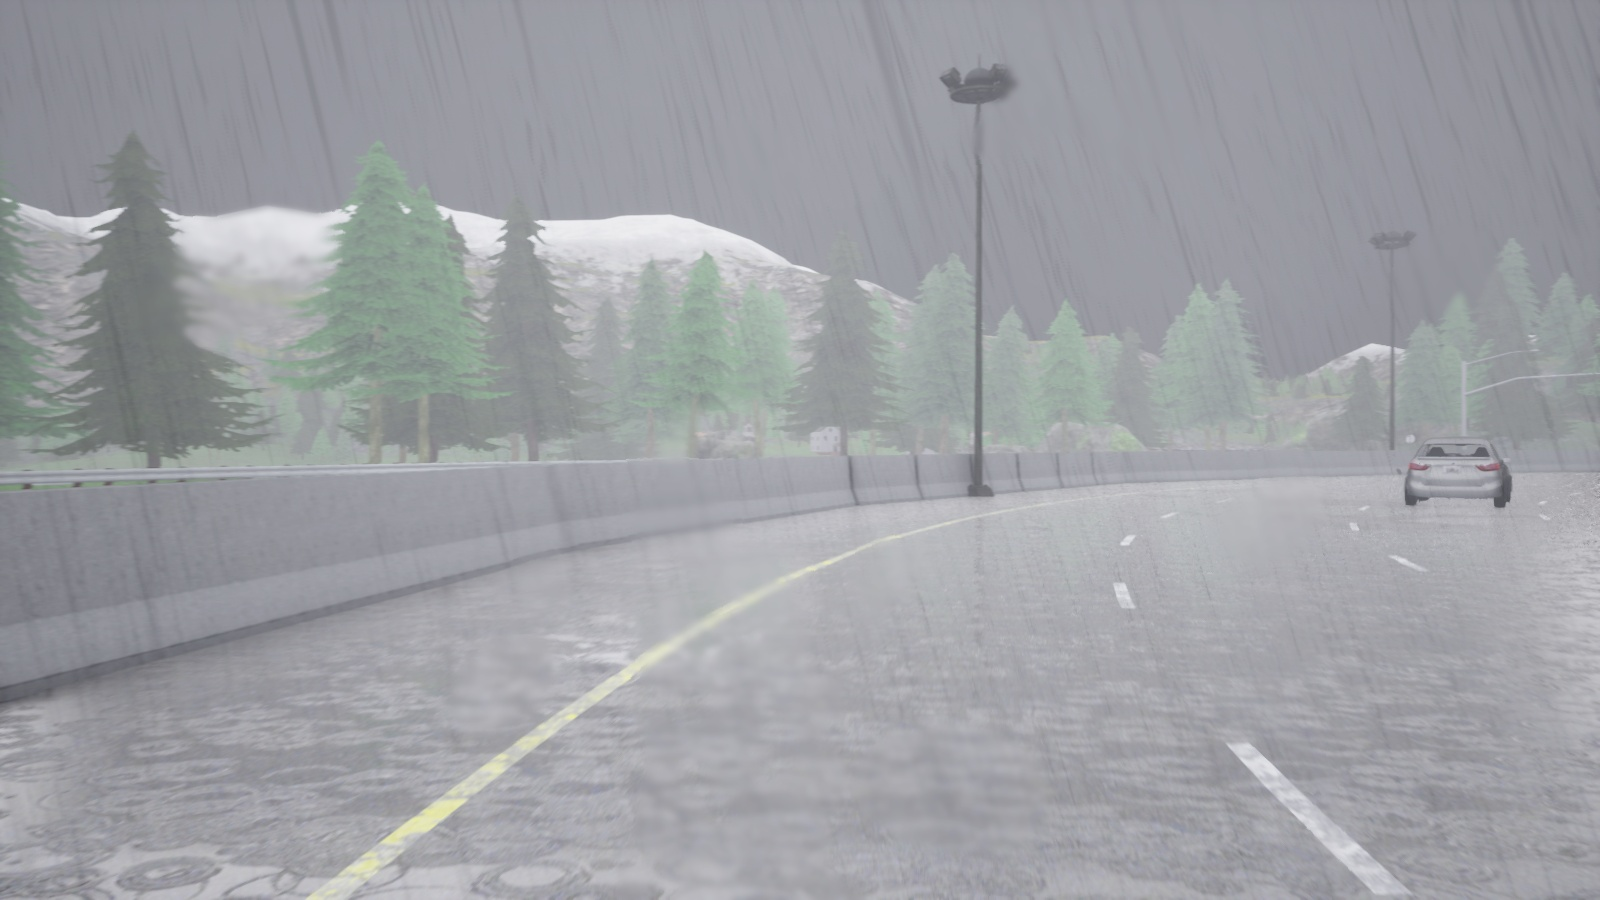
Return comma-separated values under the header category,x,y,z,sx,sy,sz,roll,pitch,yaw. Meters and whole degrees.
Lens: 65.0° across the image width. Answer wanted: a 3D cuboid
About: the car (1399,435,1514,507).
category,x,y,z,sx,sy,sz,roll,pitch,yaw
car,16.451,0.473,31.362,2.242,1.667,4.611,0,0,31
